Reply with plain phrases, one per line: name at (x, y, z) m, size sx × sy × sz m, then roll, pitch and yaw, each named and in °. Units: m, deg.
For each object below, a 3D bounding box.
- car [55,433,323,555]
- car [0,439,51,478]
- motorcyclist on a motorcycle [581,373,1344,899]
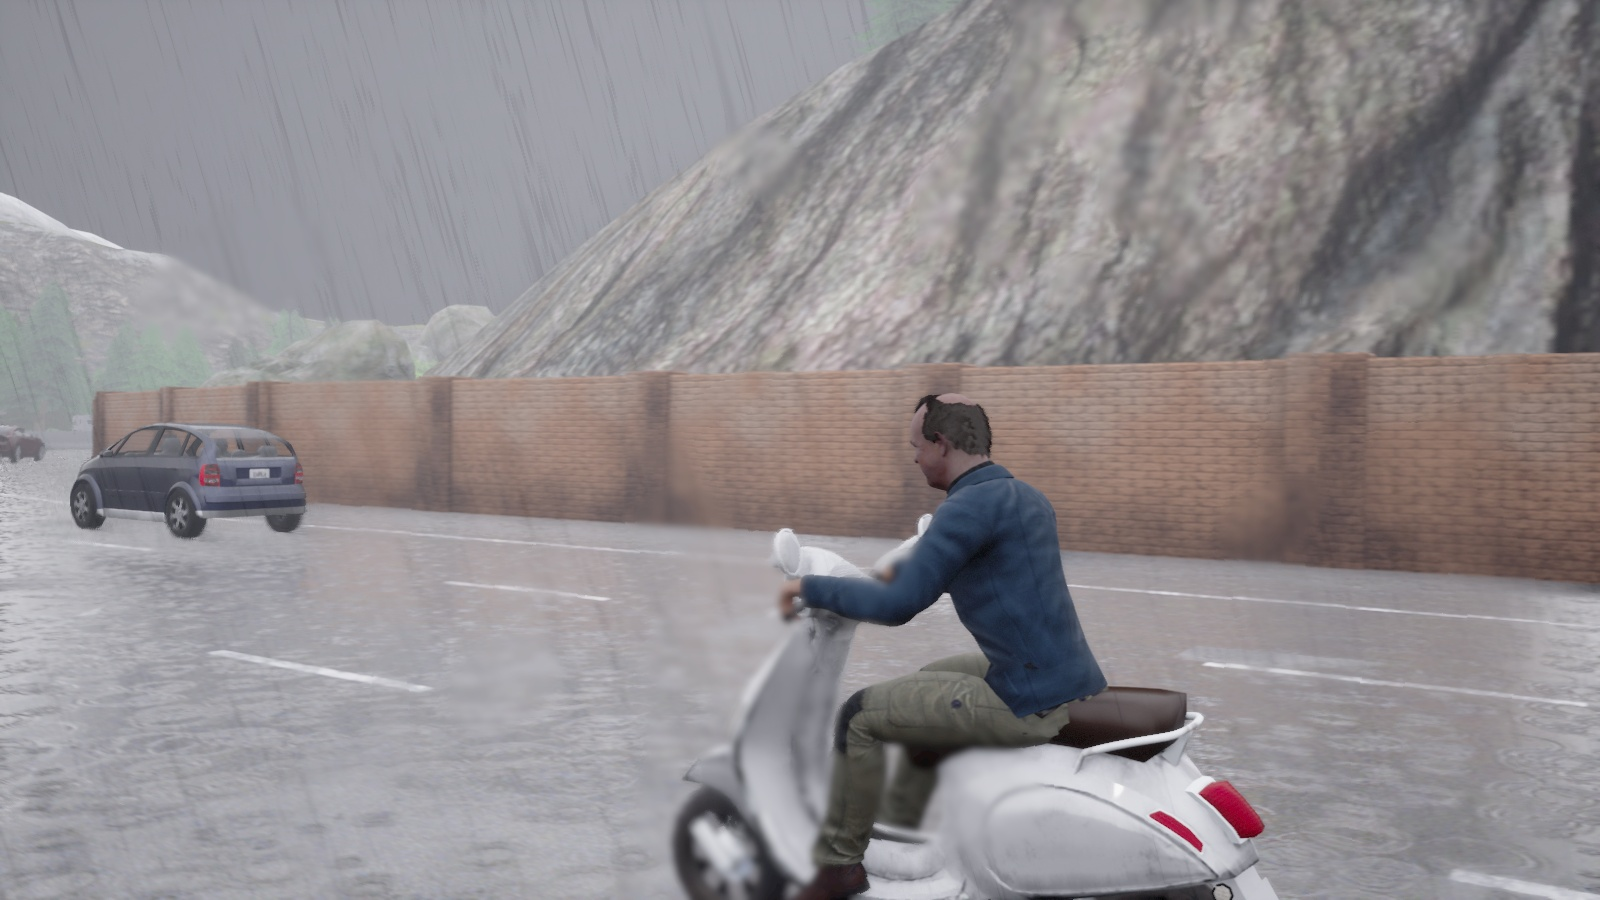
car at (-8.727, 0.551, 17.867) m, size 3.705 × 1.549 × 1.789 m, roll 0°, pitch 1°, yaw 34°
car at (-32.784, 0.319, 51.841) m, size 1.882 × 1.535 × 5.008 m, roll -1°, pitch 1°, yaw -15°
motorcyclist on a motorcycle at (0.395, 0.636, 3.360) m, size 1.817 × 1.590 × 0.866 m, roll 0°, pitch 1°, yaw 34°
